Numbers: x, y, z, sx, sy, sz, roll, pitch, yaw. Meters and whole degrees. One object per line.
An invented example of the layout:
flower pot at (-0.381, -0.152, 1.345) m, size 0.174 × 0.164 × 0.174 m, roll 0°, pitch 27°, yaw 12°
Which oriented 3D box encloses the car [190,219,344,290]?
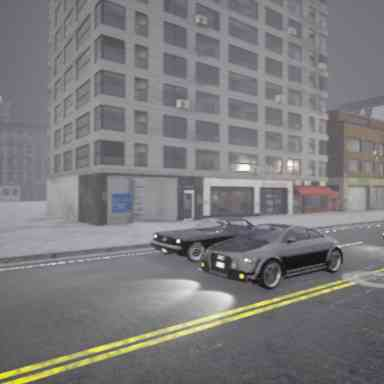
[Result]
car at (2.306, 1.574, 9.193) m, size 4.181 × 1.385 × 1.994 m, roll 0°, pitch 0°, yaw -35°

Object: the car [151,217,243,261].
car at (0.903, 1.612, 12.184) m, size 4.718 × 1.301 × 1.895 m, roll 0°, pitch 0°, yaw -35°
